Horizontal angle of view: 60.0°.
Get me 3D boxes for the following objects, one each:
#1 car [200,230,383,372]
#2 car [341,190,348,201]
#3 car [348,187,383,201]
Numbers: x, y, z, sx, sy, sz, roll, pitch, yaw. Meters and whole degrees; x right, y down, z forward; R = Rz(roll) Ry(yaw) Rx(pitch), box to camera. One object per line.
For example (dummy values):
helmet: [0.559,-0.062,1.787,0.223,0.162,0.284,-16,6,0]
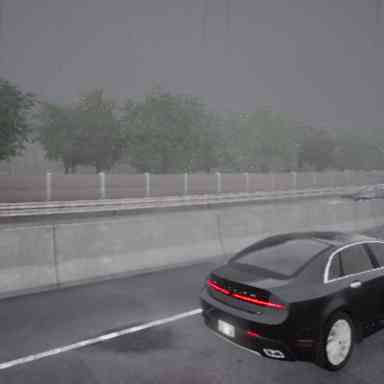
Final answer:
car: [2.399,1.410,5.582,4.892,1.490,1.837,-2,1,-36]
car: [19.634,0.170,39.479,5.008,1.535,1.882,-3,2,-35]
car: [19.036,0.380,34.755,5.357,1.411,2.033,-3,2,-35]
